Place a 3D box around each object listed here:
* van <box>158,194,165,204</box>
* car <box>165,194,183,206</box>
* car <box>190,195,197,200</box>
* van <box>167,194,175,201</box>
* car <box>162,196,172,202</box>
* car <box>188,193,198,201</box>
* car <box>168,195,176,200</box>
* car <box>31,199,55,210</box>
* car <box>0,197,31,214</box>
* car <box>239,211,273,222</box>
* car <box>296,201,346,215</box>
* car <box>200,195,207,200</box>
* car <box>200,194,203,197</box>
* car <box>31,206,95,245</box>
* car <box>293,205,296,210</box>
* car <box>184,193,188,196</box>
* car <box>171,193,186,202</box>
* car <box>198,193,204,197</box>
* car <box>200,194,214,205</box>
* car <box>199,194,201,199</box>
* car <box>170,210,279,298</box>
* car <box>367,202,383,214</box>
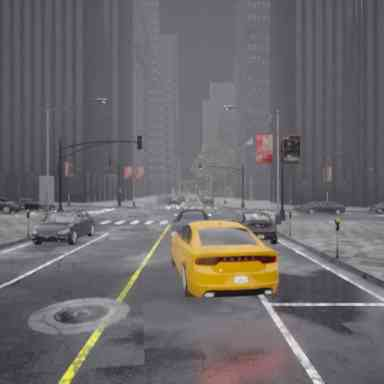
[{"bbox_3d":[-5.592,1.337,63.164,1.690,1.788,3.998,0,0,0],"label":"van"},{"bbox_3d":[-2.962,1.472,55.242,1.882,1.535,5.008,0,0,1],"label":"car"},{"bbox_3d":[0.427,1.542,95.525,2.033,1.411,5.357,0,0,0],"label":"car"},{"bbox_3d":[-5.417,1.341,85.214,1.690,1.788,3.998,0,0,0],"label":"van"},{"bbox_3d":[-5.505,1.563,74.189,1.947,1.339,4.313,0,0,0],"label":"car"},{"bbox_3d":[0.304,1.476,80.017,1.882,1.535,5.008,0,0,0],"label":"car"},{"bbox_3d":[-5.373,1.546,90.726,1.887,1.381,4.507,0,0,0],"label":"car"},{"bbox_3d":[-16.580,1.323,34.164,4.718,1.301,1.895,1,0,0],"label":"car"},{"bbox_3d":[-18.143,1.194,30.908,4.892,1.490,1.837,1,0,0],"label":"car"},{"bbox_3d":[2.747,1.546,15.403,2.008,1.369,4.403,0,0,0],"label":"car"},{"bbox_3d":[14.715,1.798,37.535,4.892,1.490,1.837,1,0,1],"label":"car"},{"bbox_3d":[3.153,1.526,90.833,1.752,1.417,4.829,0,0,0],"label":"car"},{"bbox_3d":[2.934,1.521,63.268,1.752,1.417,4.829,0,0,0],"label":"car"},{"bbox_3d":[-5.778,1.546,15.396,2.008,1.369,4.403,0,0,0],"label":"car"},{"bbox_3d":[14.862,1.827,40.795,4.674,1.442,1.812,1,0,2],"label":"car"},{"bbox_3d":[-2.733,1.223,75.413,2.150,2.045,5.566,0,0,0],"label":"car"},{"bbox_3d":[-2.860,1.487,64.817,2.128,1.511,4.902,0,0,1],"label":"car"},{"bbox_3d":[3.021,1.312,74.124,2.192,1.841,5.009,0,0,0],"label":"car"},{"bbox_3d":[2.889,1.545,57.586,2.008,1.369,4.403,0,0,0],"label":"car"},{"bbox_3d":[2.977,1.547,68.611,2.008,1.369,4.403,0,0,0],"label":"car"},{"bbox_3d":[0.539,1.475,8.623,1.882,1.535,5.008,0,0,-9],"label":"car"},{"bbox_3d":[24.073,1.965,40.765,4.902,1.511,2.128,1,0,0],"label":"car"}]
